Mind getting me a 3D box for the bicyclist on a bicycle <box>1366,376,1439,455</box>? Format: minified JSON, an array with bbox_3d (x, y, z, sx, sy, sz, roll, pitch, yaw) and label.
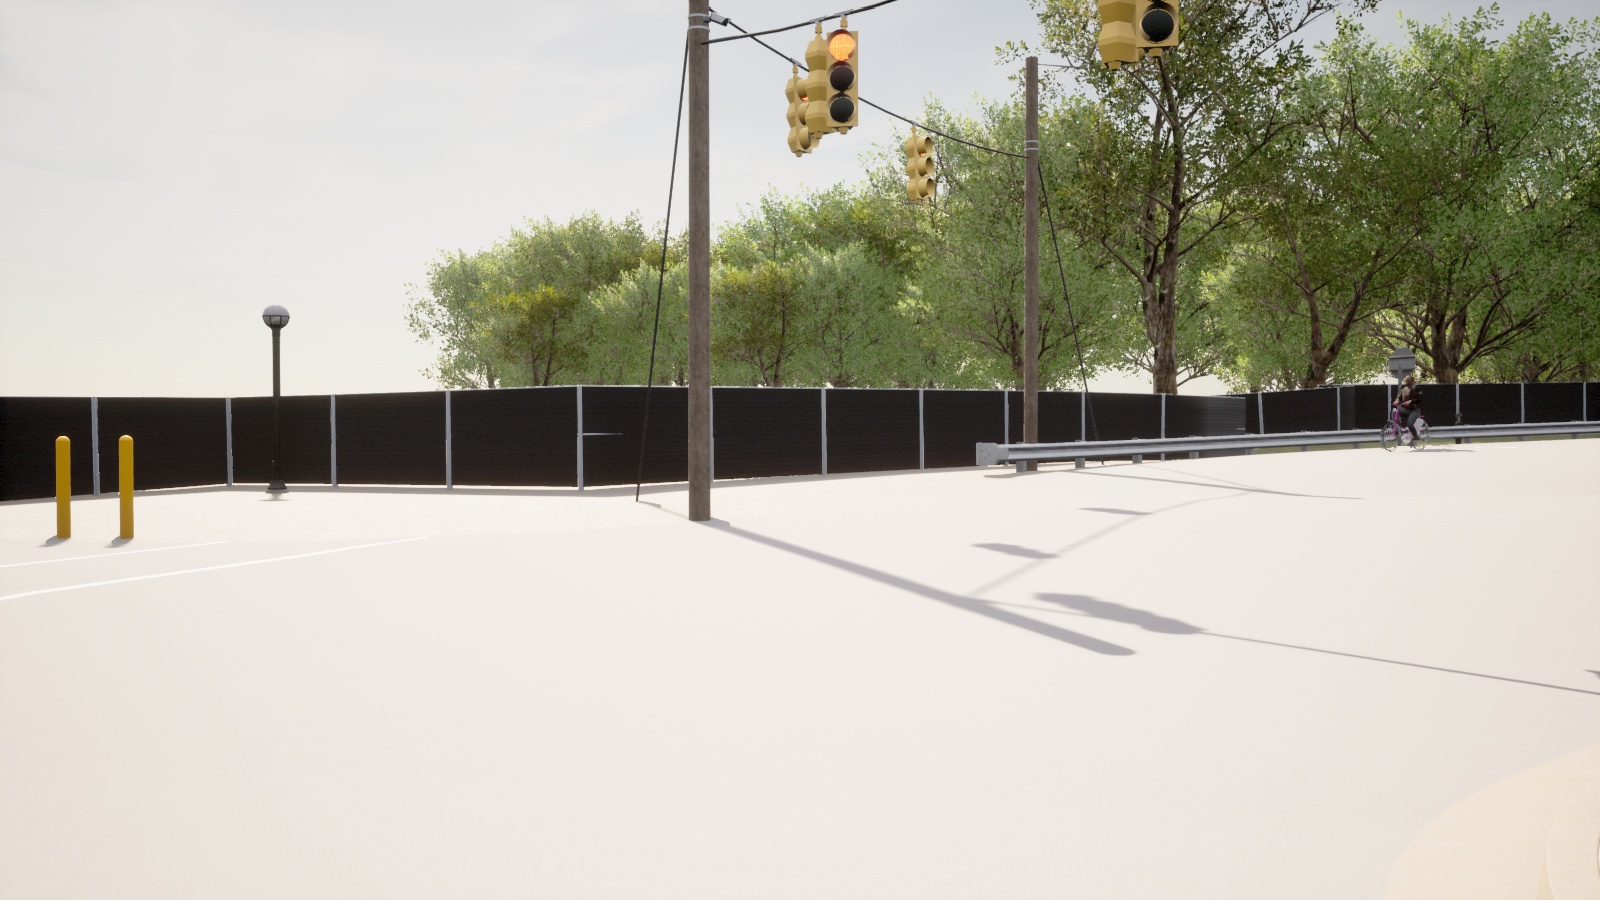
[{"bbox_3d":[13.968,-0.816,29.086,1.843,1.776,0.659,-2,2,-33],"label":"bicyclist on a bicycle"}]
